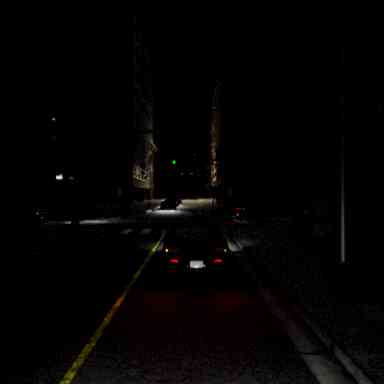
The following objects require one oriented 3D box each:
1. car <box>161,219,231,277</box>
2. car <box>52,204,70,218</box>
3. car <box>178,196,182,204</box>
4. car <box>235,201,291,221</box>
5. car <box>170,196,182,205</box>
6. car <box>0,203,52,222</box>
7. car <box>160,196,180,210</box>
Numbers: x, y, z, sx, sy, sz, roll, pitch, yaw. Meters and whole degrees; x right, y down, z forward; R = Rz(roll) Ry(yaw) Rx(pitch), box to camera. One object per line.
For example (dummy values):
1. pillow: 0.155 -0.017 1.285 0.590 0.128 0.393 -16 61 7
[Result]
1. car: 0.103 1.547 10.147 1.812 1.442 4.674 0 0 0
2. car: -14.386 1.756 32.231 4.829 1.417 1.752 -1 0 0
3. car: -3.062 1.597 54.196 1.837 1.490 4.892 0 0 0
4. car: 5.755 1.462 25.869 4.902 1.511 2.128 -1 -1 -20
5. car: -2.984 1.597 64.285 2.128 1.511 4.902 0 0 0
6. car: -14.066 1.767 26.307 4.718 1.301 1.895 -1 -1 -1
7. car: -3.084 1.642 44.243 1.994 1.385 4.181 0 0 0
